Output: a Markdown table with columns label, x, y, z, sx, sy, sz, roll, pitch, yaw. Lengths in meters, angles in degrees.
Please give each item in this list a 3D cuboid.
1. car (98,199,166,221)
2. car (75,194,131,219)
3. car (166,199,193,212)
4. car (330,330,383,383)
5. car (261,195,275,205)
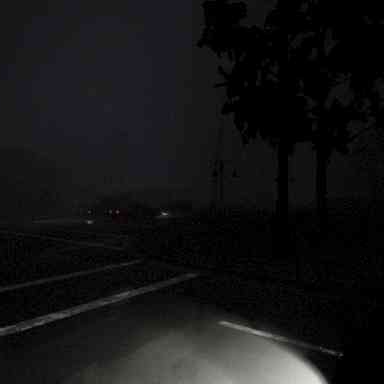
| label | x | y | z | sx | sy | sz | roll | pitch | yaw |
| --- | --- | --- | --- | --- | --- | --- | --- | --- | --- |
| car | -4.841 | 1.547 | 27.593 | 2.033 | 1.411 | 5.357 | 0 | 0 | 34 |
| car | -7.729 | 1.222 | 30.005 | 2.150 | 2.045 | 5.566 | 0 | 0 | 35 |
| car | -1.928 | 1.547 | 38.569 | 2.033 | 1.411 | 5.357 | 0 | 0 | 34 |
| car | 2.951 | 1.564 | 1.868 | 4.181 | 1.385 | 1.994 | 0 | 0 | 36 |
| car | 13.891 | 1.347 | 60.734 | 2.097 | 1.767 | 4.553 | 0 | 0 | 7 |
